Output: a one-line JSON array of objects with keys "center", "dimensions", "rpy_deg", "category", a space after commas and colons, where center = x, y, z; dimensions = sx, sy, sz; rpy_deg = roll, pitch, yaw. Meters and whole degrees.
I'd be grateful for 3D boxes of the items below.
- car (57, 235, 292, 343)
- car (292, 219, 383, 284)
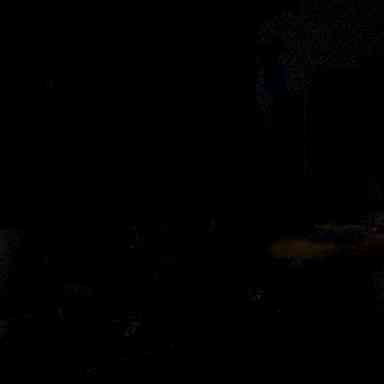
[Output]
[{"center": [-0.280, 1.566, 6.469], "dimensions": [4.313, 1.339, 1.947], "rpy_deg": [0, 0, -36], "category": "car"}, {"center": [3.992, 1.525, 9.552], "dimensions": [4.829, 1.417, 1.752], "rpy_deg": [0, 0, -36], "category": "car"}]
